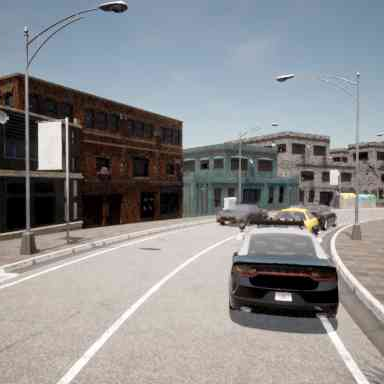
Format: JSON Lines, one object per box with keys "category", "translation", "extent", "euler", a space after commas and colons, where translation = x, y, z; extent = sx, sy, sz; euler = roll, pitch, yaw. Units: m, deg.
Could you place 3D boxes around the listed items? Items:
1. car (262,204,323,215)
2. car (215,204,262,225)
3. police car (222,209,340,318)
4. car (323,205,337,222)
{"category": "car", "translation": [5.186, 1.471, 16.560], "extent": [1.801, 1.575, 5.366], "euler": [1, 0, 26]}
{"category": "car", "translation": [3.601, 1.525, 22.900], "extent": [2.033, 1.411, 5.357], "euler": [1, 0, 33]}
{"category": "police car", "translation": [2.003, 1.428, 7.706], "extent": [1.930, 1.638, 5.238], "euler": [0, 0, 13]}
{"category": "car", "translation": [7.923, 1.536, 21.234], "extent": [1.837, 1.490, 4.892], "euler": [1, 0, 34]}
